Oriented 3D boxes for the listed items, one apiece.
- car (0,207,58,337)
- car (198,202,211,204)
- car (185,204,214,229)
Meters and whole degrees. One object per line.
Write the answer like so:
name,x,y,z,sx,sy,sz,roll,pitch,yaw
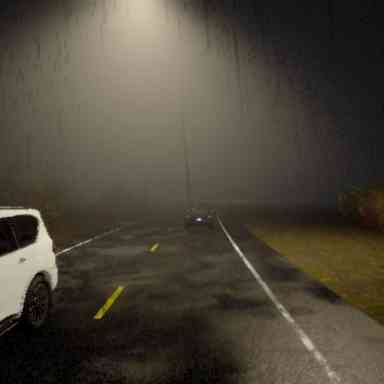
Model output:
car,-3.572,1.251,3.946,2.150,2.045,5.566,0,0,1
car,1.617,1.974,43.824,1.994,1.385,4.181,0,0,4
car,0.541,1.786,23.694,1.994,1.385,4.181,0,0,2
